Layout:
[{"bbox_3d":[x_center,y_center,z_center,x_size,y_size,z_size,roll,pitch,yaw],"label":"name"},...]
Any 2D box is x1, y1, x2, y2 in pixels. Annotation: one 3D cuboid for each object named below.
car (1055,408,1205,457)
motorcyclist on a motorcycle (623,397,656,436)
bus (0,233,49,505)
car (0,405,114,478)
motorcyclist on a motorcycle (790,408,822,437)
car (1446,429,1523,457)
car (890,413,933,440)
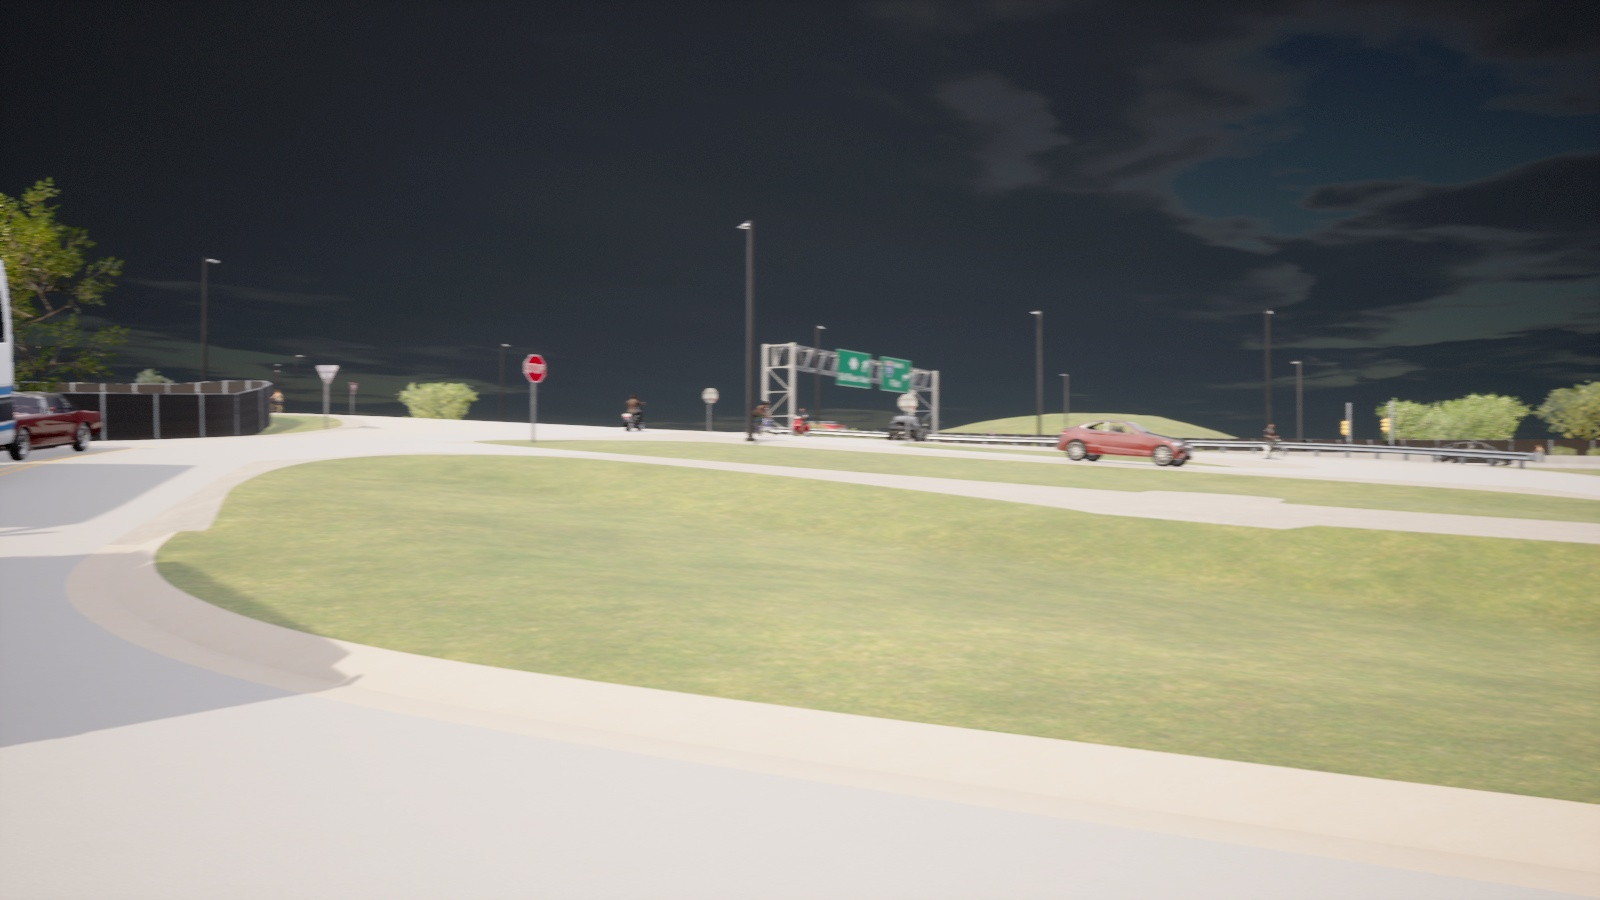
[{"bbox_3d":[12.460,-0.678,47.543,5.027,1.651,2.152,3,1,32],"label":"car"},{"bbox_3d":[-6.969,-1.482,54.630,0.766,1.649,2.350,0,2,10],"label":"motorcyclist on a motorcycle"},{"bbox_3d":[-13.644,-1.068,16.598,3.944,4.253,10.273,-1,4,-17],"label":"bus"},{"bbox_3d":[-16.234,-0.240,26.138,1.895,1.301,4.718,0,3,-9],"label":"car"},{"bbox_3d":[0.320,-1.503,69.077,0.866,1.590,1.817,2,1,33],"label":"motorcyclist on a motorcycle"},{"bbox_3d":[38.521,-0.387,70.667,3.705,1.549,1.789,0,0,31],"label":"car"},{"bbox_3d":[6.642,-1.390,74.571,1.837,1.490,4.892,3,2,12],"label":"car"}]
